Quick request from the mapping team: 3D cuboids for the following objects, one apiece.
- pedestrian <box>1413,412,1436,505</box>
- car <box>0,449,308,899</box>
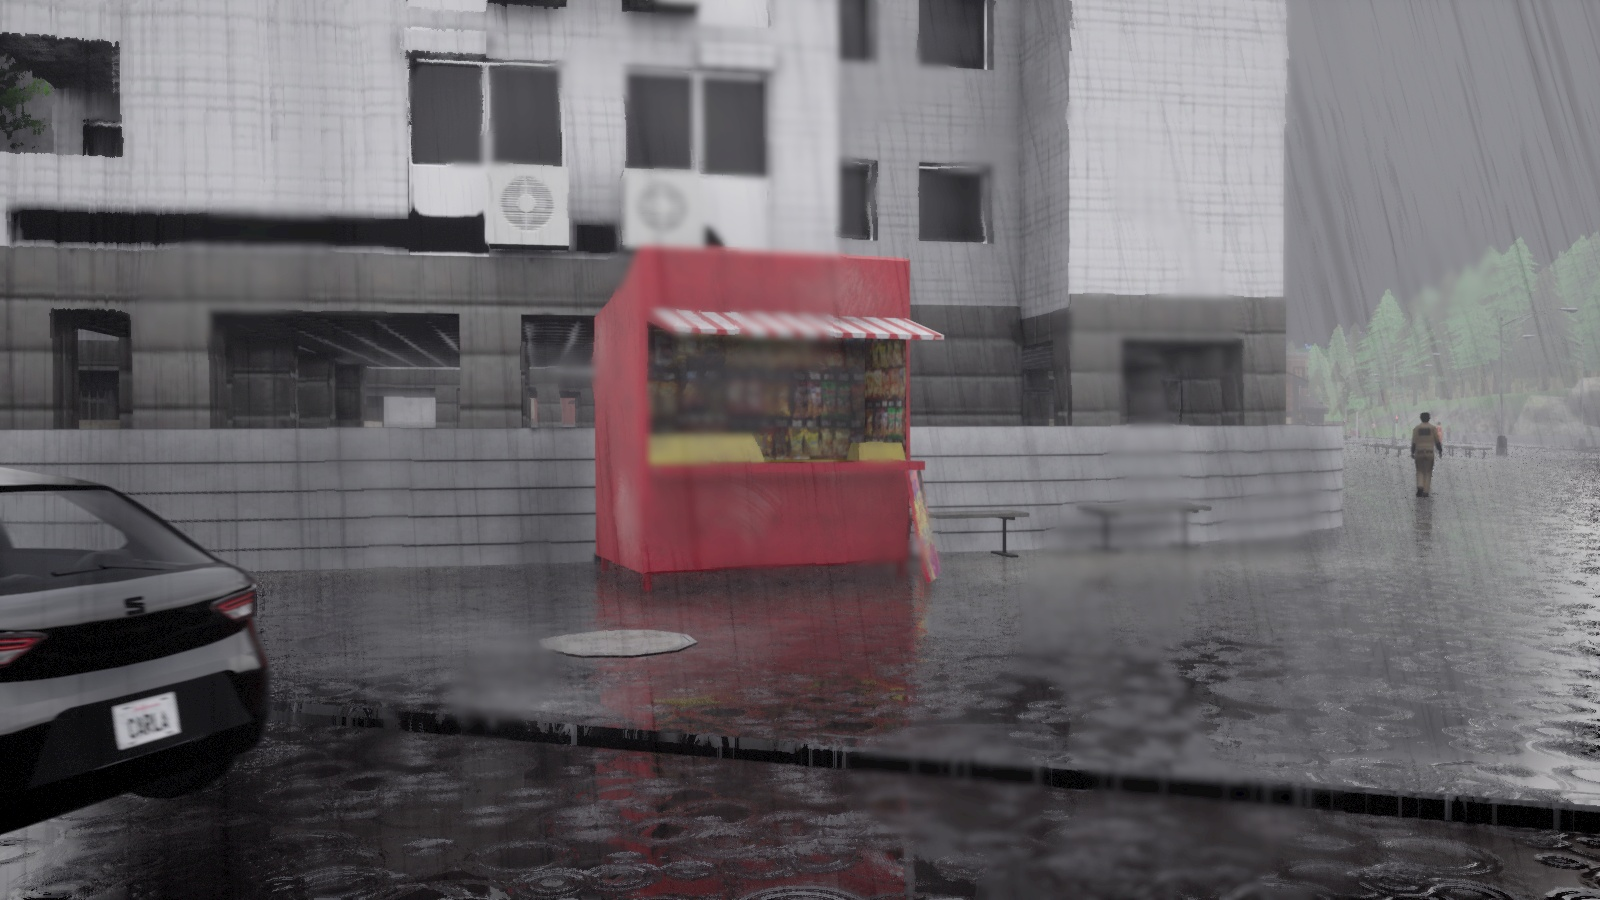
[{"bbox_3d":[13.113,0.164,26.356,0.396,1.930,0.692,1,1,27],"label":"pedestrian"},{"bbox_3d":[-4.393,0.740,5.201,4.193,1.474,1.816,1,1,18],"label":"car"}]
